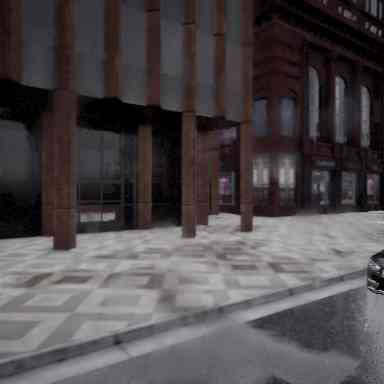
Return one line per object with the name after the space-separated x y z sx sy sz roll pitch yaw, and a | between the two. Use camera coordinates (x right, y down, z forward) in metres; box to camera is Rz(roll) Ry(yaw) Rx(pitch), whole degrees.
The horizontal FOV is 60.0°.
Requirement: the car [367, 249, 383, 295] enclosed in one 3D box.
5.863 1.499 7.538 4.902 1.511 2.128 0 0 -35 | car
